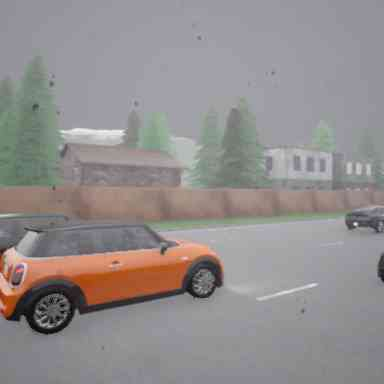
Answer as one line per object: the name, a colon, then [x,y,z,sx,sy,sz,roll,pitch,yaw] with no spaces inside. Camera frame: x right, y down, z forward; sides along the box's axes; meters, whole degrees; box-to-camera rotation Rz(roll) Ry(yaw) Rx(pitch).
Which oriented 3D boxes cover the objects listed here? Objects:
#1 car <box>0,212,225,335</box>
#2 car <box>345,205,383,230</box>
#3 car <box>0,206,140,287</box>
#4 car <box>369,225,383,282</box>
car: [-1.479,1.363,6.992,4.553,1.767,2.097,0,0,-35]
car: [11.329,1.591,20.425,4.892,1.490,1.837,0,0,-36]
car: [-4.027,1.360,9.472,4.553,1.767,2.097,0,0,-35]
car: [6.545,1.605,8.415,4.181,1.385,1.994,0,0,-36]
